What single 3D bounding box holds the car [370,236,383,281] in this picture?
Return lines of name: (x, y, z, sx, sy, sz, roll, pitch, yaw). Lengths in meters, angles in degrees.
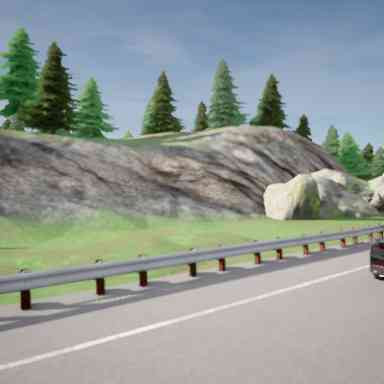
car: (6.463, 1.512, 8.729, 4.892, 1.490, 1.837, 0, 0, -38)
